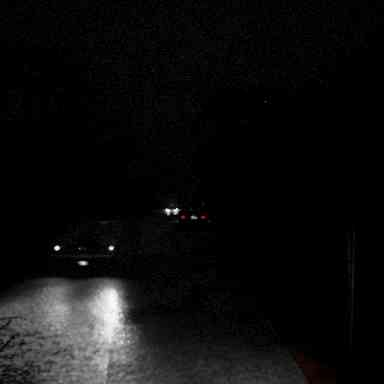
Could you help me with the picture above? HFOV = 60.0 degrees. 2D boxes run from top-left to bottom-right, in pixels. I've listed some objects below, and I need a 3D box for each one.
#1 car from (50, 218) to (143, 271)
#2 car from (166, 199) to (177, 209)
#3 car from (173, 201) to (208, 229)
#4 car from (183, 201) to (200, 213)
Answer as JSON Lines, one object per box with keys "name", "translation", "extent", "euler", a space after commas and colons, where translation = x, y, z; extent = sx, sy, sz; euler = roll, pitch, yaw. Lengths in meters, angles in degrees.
{"name": "car", "translation": [-2.867, 1.571, 10.977], "extent": [1.895, 1.301, 4.718], "euler": [0, 0, 0]}
{"name": "car", "translation": [-3.059, 1.882, 51.832], "extent": [2.128, 1.511, 4.902], "euler": [0, -1, 0]}
{"name": "car", "translation": [0.051, 1.547, 21.780], "extent": [2.033, 1.411, 5.357], "euler": [0, 0, 0]}
{"name": "car", "translation": [-0.045, 1.789, 40.417], "extent": [1.895, 1.301, 4.718], "euler": [0, -1, 0]}
